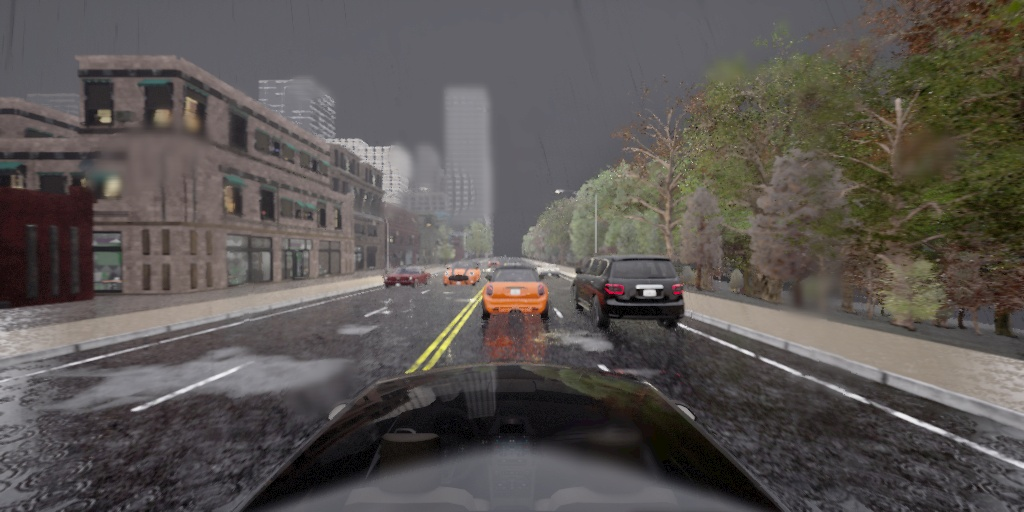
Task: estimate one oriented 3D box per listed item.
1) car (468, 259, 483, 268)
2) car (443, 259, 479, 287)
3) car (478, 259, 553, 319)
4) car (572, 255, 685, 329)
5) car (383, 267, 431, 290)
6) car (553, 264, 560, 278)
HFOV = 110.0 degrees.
[{"bbox_3d":[-6.502,1.325,63.906,2.033,1.411,5.357,0,0,1],"label":"car"},{"bbox_3d":[-3.337,1.115,24.655,2.097,1.767,4.553,0,0,0],"label":"car"},{"bbox_3d":[0.103,1.108,12.928,2.097,1.767,4.553,0,0,0],"label":"car"},{"bbox_3d":[3.351,0.980,11.407,2.150,2.045,5.566,0,0,0],"label":"car"},{"bbox_3d":[-6.592,1.362,22.956,1.895,1.301,4.718,0,0,0],"label":"car"},{"bbox_3d":[3.358,1.369,34.113,1.895,1.301,4.718,0,0,0],"label":"car"}]
